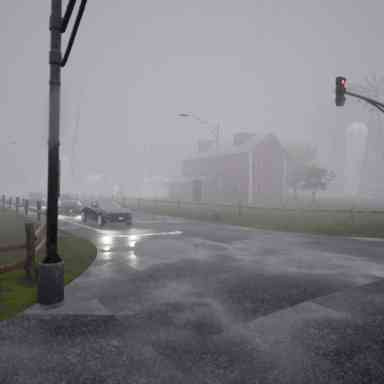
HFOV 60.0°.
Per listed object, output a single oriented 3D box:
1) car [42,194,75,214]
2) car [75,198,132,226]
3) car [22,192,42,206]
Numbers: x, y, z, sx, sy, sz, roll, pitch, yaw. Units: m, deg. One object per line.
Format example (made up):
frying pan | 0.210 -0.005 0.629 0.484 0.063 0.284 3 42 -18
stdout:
car | -11.129 0.934 28.832 2.097 1.767 4.553 1 0 -35
car | -5.443 1.189 20.819 1.882 1.535 5.008 1 0 -35
car | -18.855 0.761 39.740 2.097 1.767 4.553 1 0 -35
